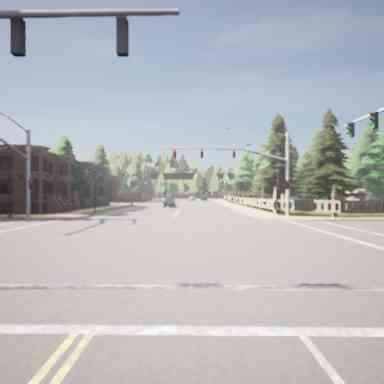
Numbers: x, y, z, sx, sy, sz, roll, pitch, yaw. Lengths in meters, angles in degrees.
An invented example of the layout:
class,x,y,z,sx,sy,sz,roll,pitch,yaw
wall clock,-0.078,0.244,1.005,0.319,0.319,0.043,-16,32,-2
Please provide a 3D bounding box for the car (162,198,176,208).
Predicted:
class,x,y,z,sx,sy,sz,roll,pitch,yaw
car,-3.550,1.740,52.931,1.837,1.490,4.892,0,-1,0
